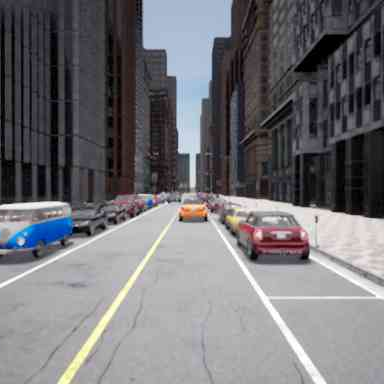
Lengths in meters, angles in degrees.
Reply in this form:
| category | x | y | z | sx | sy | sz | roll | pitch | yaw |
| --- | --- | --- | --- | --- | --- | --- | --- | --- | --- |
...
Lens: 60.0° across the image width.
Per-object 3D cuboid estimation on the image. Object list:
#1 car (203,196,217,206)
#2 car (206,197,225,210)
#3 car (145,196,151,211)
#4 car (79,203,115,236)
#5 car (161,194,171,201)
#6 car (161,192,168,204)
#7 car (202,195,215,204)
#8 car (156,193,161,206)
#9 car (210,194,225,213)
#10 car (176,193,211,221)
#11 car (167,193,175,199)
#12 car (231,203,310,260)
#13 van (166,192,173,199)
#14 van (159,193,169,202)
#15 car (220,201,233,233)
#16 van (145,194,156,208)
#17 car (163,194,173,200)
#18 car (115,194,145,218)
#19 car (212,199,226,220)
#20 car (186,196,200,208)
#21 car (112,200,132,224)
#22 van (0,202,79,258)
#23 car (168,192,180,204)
| category | x | y | z | sx | sy | sz | roll | pitch | yaw |
| --- | --- | --- | --- | --- | --- | --- | --- | --- | --- |
| car | 2.768 | 1.308 | 51.661 | 1.887 | 1.381 | 4.507 | 0 | 0 | 0 |
| car | 2.766 | 1.381 | 40.389 | 1.947 | 1.339 | 4.313 | 0 | 0 | 0 |
| car | -5.760 | 1.385 | 34.744 | 1.887 | 1.381 | 4.507 | 0 | 0 | 0 |
| car | -5.763 | 1.484 | 17.834 | 1.947 | 1.339 | 4.313 | 0 | 0 | 0 |
| car | -5.754 | 1.189 | 74.030 | 1.752 | 1.417 | 4.829 | 0 | 0 | 0 |
| car | -5.757 | 1.178 | 57.290 | 1.967 | 1.590 | 4.097 | 0 | 0 | 0 |
| car | 2.769 | 1.304 | 57.298 | 1.947 | 1.339 | 4.313 | 0 | 0 | 0 |
| car | -5.759 | 1.229 | 46.017 | 1.967 | 1.590 | 4.097 | 0 | 0 | 0 |
| car | 2.765 | 1.281 | 34.751 | 1.967 | 1.590 | 4.097 | 0 | 0 | 0 |
| car | 0.104 | 1.232 | 26.053 | 2.097 | 1.767 | 4.553 | 0 | 0 | 0 |
| car | -5.752 | 1.032 | 91.109 | 1.967 | 1.590 | 4.097 | 0 | 0 | 0 |
| car | 2.761 | 1.383 | 12.207 | 1.967 | 1.590 | 4.097 | 0 | 0 | 0 |
| van | -5.753 | 0.956 | 85.472 | 1.690 | 1.788 | 3.998 | 0 | 0 | 0 |
| van | -5.755 | 1.028 | 68.563 | 1.690 | 1.788 | 3.998 | 0 | 0 | 0 |
| car | 2.762 | 1.442 | 18.013 | 1.752 | 1.417 | 4.829 | 0 | 0 | 0 |
| van | -5.760 | 1.156 | 40.379 | 1.690 | 1.788 | 3.998 | 0 | 0 | 0 |
| car | -5.753 | 1.189 | 79.836 | 2.008 | 1.369 | 4.403 | 0 | 0 | 0 |
| car | -5.762 | 1.181 | 29.105 | 2.192 | 1.841 | 5.009 | 0 | 0 | 0 |
| car | 2.763 | 1.443 | 23.480 | 2.008 | 1.369 | 4.403 | 0 | 0 | 0 |
| car | 0.107 | 1.299 | 45.230 | 1.837 | 1.490 | 4.892 | 0 | 1 | 0 |
| car | -5.762 | 1.458 | 23.470 | 1.947 | 1.339 | 4.313 | 0 | 0 | 0 |
| van | -5.764 | 1.285 | 12.196 | 1.690 | 1.788 | 3.998 | 0 | 0 | 0 |
| car | -2.991 | 1.060 | 58.506 | 2.150 | 2.045 | 5.566 | 0 | 0 | 0 |
